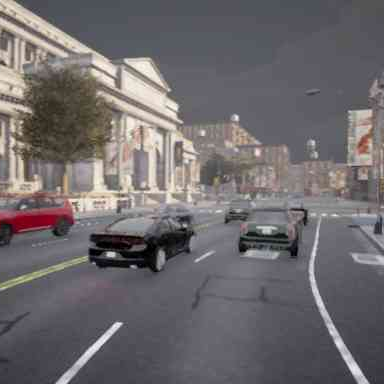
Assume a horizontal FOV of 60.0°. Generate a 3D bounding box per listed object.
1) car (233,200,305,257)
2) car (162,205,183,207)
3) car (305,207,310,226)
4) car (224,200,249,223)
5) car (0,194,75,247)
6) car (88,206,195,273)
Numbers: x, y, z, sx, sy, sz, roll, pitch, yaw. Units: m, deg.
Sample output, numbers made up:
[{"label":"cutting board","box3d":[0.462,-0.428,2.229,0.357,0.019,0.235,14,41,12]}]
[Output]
[{"label":"car","box3d":[3.297,1.372,13.473,2.097,1.767,4.553,1,0,20]},{"label":"car","box3d":[-1.384,1.510,21.227,1.994,1.385,4.181,1,0,22]},{"label":"car","box3d":[7.537,1.540,24.397,2.128,1.511,4.902,1,0,22]},{"label":"car","box3d":[3.957,1.358,24.830,2.097,1.767,4.553,1,0,22]},{"label":"car","box3d":[-7.679,1.100,14.819,2.150,2.045,5.566,1,0,20]},{"label":"car","box3d":[-1.330,1.442,10.791,1.882,1.535,5.008,1,0,17]}]
